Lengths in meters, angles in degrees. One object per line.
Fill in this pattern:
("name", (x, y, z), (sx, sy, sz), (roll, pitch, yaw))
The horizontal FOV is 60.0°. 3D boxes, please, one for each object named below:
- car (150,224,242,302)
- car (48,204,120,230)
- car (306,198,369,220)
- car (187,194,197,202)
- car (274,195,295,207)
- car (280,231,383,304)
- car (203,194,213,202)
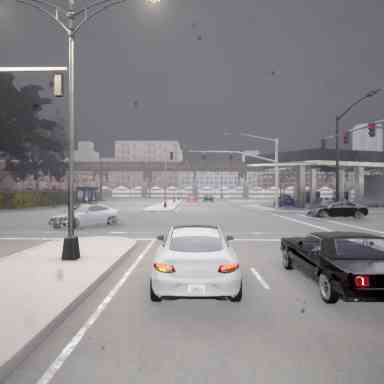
("car", (0.084, 1.517, 8.112), (1.812, 1.442, 4.674), (0, 0, 0))
("car", (-6.583, 1.485, 20.730), (1.812, 1.442, 4.674), (-1, 0, 35))
("car", (11.944, 1.483, 27.458), (4.902, 1.511, 2.128), (0, 0, -1))
("car", (0.016, 1.250, 72.299), (2.097, 1.767, 4.553), (0, 0, 0))
("car", (13.222, 1.262, 47.651), (2.242, 1.667, 4.611), (0, 0, 0))
("car", (3.589, 1.599, 8.095), (1.895, 1.301, 4.718), (0, 0, 0))
("car", (3.516, 1.257, 72.298), (2.097, 1.767, 4.553), (0, 0, 0))
